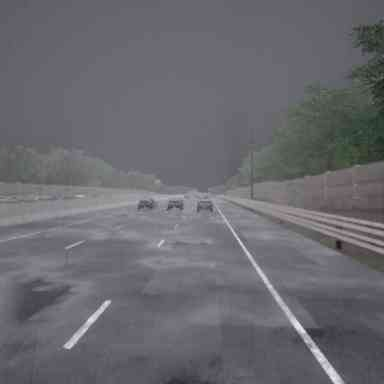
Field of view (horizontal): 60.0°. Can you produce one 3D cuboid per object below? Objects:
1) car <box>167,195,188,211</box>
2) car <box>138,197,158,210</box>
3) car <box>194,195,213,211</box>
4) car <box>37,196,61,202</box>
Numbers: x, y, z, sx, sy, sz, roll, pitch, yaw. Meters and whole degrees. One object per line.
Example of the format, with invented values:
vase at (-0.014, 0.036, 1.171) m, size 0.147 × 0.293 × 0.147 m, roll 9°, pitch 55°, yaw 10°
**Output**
car at (-1.920, 1.484, 40.761) m, size 1.837 × 1.490 × 4.892 m, roll 1°, pitch 0°, yaw 3°
car at (-5.421, 1.447, 40.918) m, size 1.837 × 1.490 × 4.892 m, roll 1°, pitch 0°, yaw 3°
car at (1.575, 1.505, 40.608) m, size 2.128 × 1.511 × 4.902 m, roll 1°, pitch 0°, yaw 3°
car at (-22.416, 1.312, 52.490) m, size 2.033 × 1.411 × 5.357 m, roll 1°, pitch 0°, yaw 3°
